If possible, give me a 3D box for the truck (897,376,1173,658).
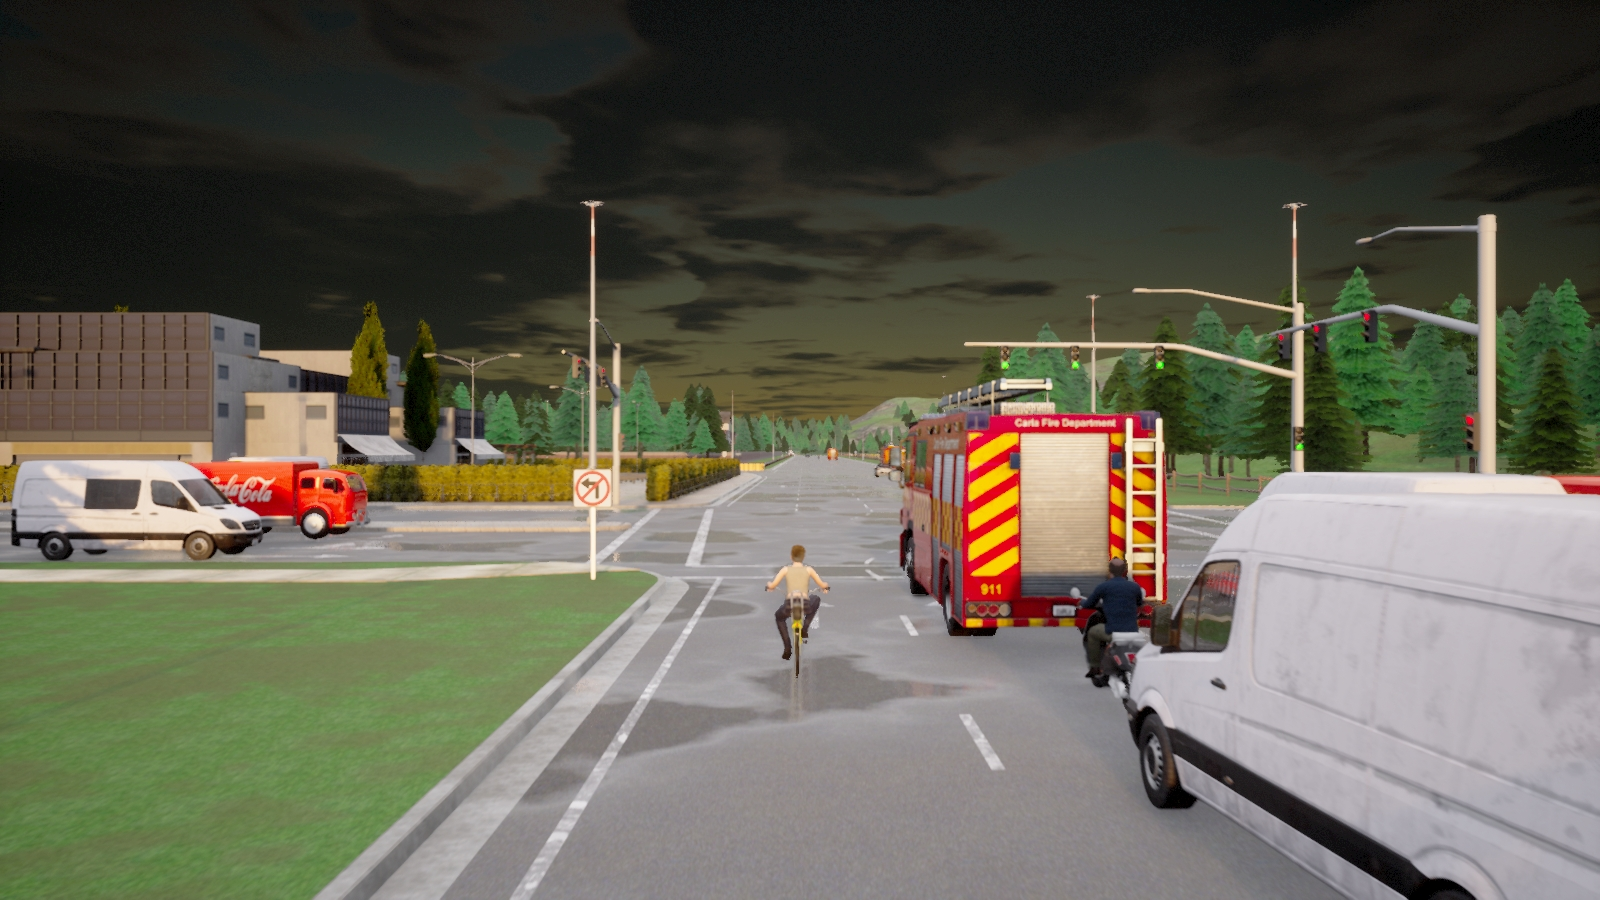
[{"bbox_3d":[3.555,0.906,19.732,2.891,3.827,8.468,0,0,-1],"label":"truck"}]

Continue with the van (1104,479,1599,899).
[{"bbox_3d":[3.929,1.540,7.182,1.988,2.561,5.915,0,0,-5],"label":"van"}]

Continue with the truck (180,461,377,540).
[{"bbox_3d":[-16.845,1.595,37.155,5.204,2.467,2.627,0,0,-1],"label":"truck"}]

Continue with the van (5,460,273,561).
[{"bbox_3d":[-17.315,1.556,30.147,5.915,2.561,1.988,0,0,-1],"label":"van"}]

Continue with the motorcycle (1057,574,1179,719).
[{"bbox_3d":[3.529,2.152,12.847,0.856,1.316,1.805,0,0,0],"label":"motorcycle"}]

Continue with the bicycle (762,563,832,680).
[{"bbox_3d":[-0.030,2.169,14.673,0.859,1.276,1.487,0,0,0],"label":"bicycle"}]

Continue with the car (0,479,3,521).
[{"bbox_3d":[-34.451,1.999,44.957,4.611,1.667,2.242,0,0,-1],"label":"car"}]
